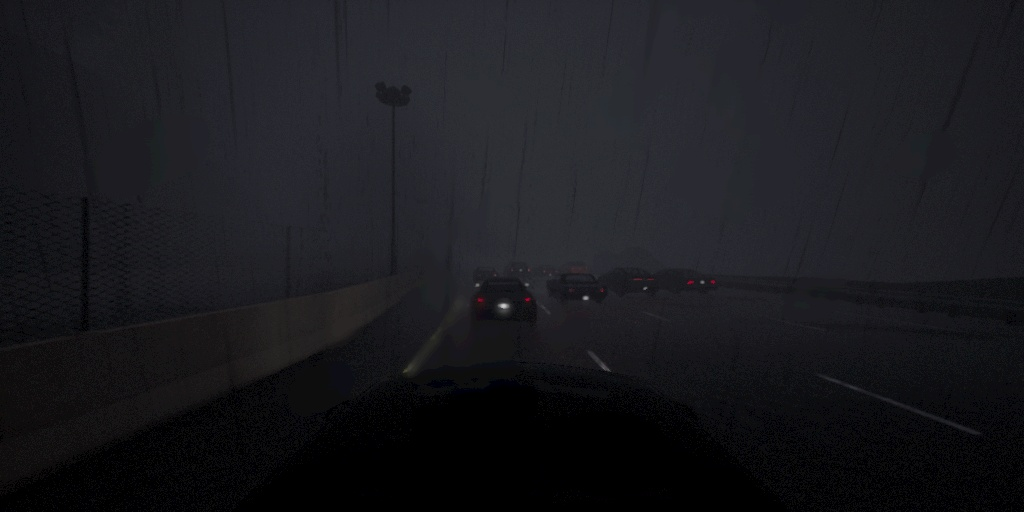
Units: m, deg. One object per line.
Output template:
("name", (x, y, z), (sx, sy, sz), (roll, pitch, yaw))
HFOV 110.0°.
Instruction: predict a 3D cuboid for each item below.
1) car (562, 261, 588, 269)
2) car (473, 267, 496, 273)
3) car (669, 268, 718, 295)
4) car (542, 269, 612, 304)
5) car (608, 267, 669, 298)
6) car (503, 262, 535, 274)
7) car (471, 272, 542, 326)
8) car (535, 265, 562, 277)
("car", (6.694, 1.370, 39.469), (2.097, 1.767, 4.553), (0, 0, -11))
("car", (-2.321, 1.572, 30.503), (1.895, 1.301, 4.718), (0, 0, -9))
("car", (9.525, 1.419, 20.912), (2.033, 1.411, 5.357), (0, 0, -6))
("car", (2.864, 1.459, 16.977), (1.895, 1.301, 4.718), (0, 0, -5))
("car", (6.126, 1.361, 19.508), (2.128, 1.511, 4.902), (0, 0, -5))
("car", (0.424, 1.351, 35.006), (2.097, 1.767, 4.553), (0, 0, -10))
("car", (-0.311, 1.392, 12.076), (1.994, 1.385, 4.181), (0, 0, -3))
("car", (3.426, 1.616, 38.113), (1.895, 1.301, 4.718), (0, 0, -11))
